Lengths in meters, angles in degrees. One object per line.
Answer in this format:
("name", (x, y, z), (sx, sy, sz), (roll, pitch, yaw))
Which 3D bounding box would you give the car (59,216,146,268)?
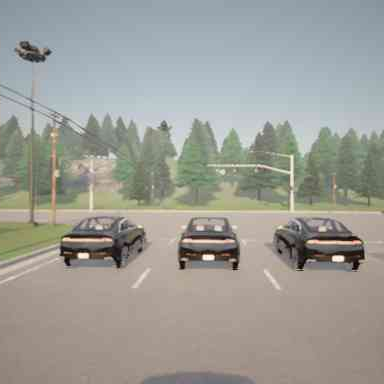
("car", (-2.901, 1.597, 11.729), (2.128, 1.511, 4.902), (0, -1, 3))

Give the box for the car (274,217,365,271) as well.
("car", (4.092, 1.615, 11.408), (2.128, 1.511, 4.902), (0, -1, 3))

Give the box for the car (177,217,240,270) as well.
("car", (0.594, 1.606, 11.540), (2.128, 1.511, 4.902), (0, -1, 3))
